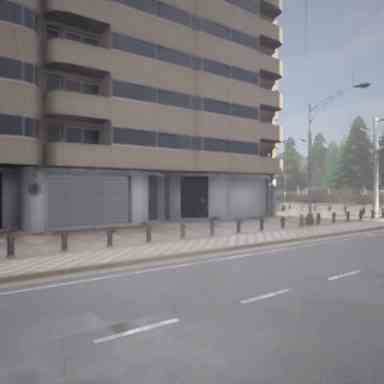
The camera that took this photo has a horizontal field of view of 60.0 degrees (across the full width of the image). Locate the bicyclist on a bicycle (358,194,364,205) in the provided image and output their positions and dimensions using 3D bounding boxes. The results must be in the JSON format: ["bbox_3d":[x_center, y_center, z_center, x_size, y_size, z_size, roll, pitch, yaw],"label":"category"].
[{"bbox_3d":[24.391,1.078,47.971,1.656,1.620,0.582,-1,0,-35],"label":"bicyclist on a bicycle"}]
